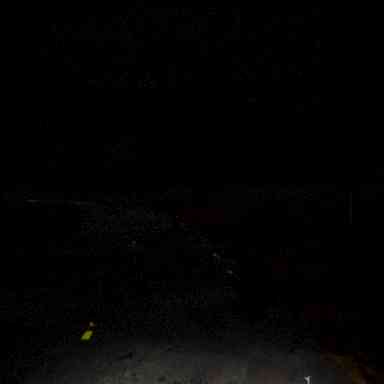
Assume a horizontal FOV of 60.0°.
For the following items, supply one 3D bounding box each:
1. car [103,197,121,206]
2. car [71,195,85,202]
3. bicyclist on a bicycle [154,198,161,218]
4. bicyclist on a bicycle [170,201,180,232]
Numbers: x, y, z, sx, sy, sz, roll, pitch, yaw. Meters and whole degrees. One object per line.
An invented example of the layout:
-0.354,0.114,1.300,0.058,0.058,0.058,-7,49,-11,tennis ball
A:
-12.288,1.413,50.893,2.033,1.411,5.357,-1,0,-26,car
-23.859,1.356,69.526,1.812,1.442,4.674,-1,1,-37,car
-2.855,1.361,27.592,0.582,1.620,1.656,-1,0,-14,bicyclist on a bicycle
-0.894,1.336,18.267,0.582,1.620,1.656,-1,0,-9,bicyclist on a bicycle
